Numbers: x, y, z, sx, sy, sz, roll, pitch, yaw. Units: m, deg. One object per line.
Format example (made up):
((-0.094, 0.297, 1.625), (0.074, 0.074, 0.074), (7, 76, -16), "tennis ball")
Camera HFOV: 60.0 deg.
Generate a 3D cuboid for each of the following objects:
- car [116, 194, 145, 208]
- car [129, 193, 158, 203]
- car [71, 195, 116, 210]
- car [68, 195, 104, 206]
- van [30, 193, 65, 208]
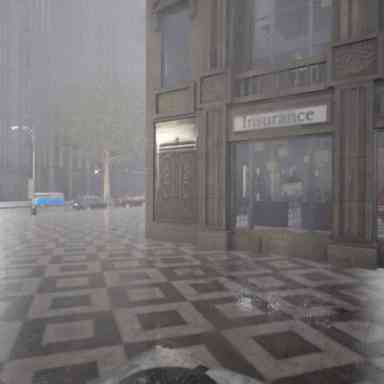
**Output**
((-7.462, 1.187, 40.376), (1.887, 1.381, 4.507), (2, 2, 36), "car")
((-7.911, 0.947, 54.332), (1.752, 1.417, 4.829), (2, 2, 36), "car")
((-10.747, 1.278, 35.820), (1.947, 1.339, 4.313), (1, 2, 36), "car")
((-14.384, 1.125, 45.354), (2.008, 1.369, 4.403), (1, 2, 36), "car")
((-17.667, 0.986, 40.794), (1.690, 1.788, 3.998), (1, 1, 36), "van")
